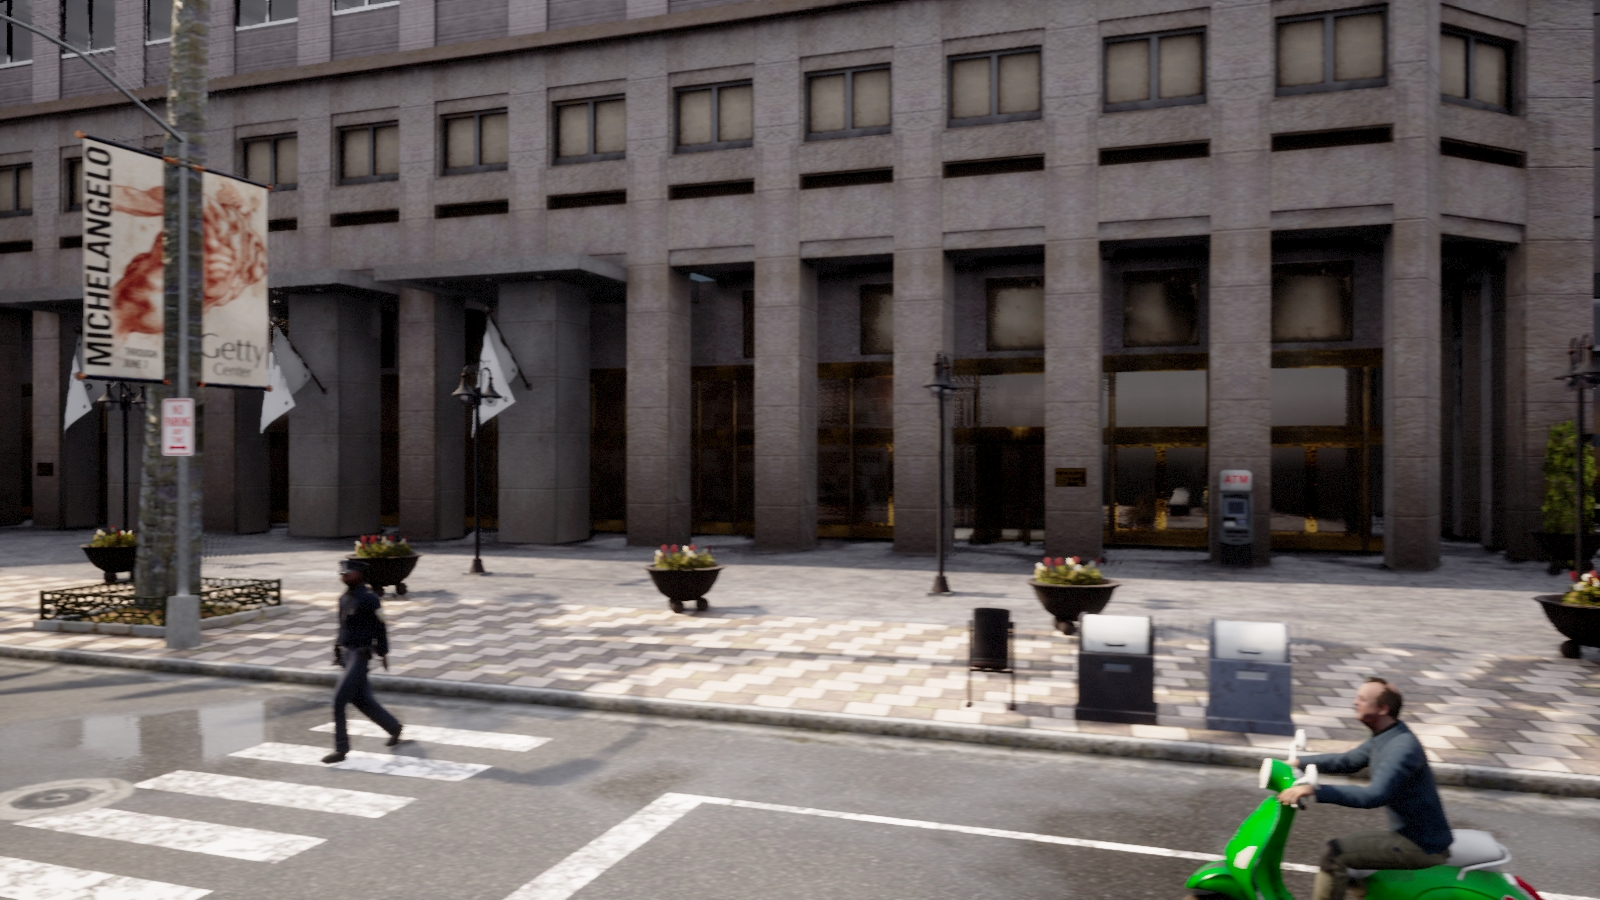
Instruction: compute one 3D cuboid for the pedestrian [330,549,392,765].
[{"bbox_3d":[-3.973,1.849,10.353,0.375,1.860,0.375,0,0,34],"label":"pedestrian"}]
